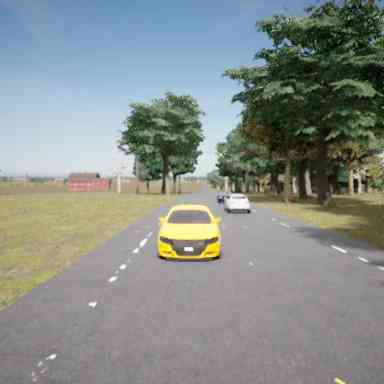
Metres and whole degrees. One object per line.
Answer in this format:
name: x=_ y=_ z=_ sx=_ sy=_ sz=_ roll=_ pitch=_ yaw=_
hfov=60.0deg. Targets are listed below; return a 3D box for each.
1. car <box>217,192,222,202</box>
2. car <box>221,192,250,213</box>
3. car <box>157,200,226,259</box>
car: x=4.079 y=0.636 z=41.356 sx=1.895 sy=1.301 sz=4.718 roll=0 pitch=1 yaw=3
car: x=3.691 y=0.892 z=27.478 sx=1.812 sy=1.442 sz=4.674 roll=0 pitch=1 yaw=2
car: x=-0.074 y=1.201 z=11.578 sx=1.882 sy=1.535 sz=5.008 roll=0 pitch=2 yaw=0
